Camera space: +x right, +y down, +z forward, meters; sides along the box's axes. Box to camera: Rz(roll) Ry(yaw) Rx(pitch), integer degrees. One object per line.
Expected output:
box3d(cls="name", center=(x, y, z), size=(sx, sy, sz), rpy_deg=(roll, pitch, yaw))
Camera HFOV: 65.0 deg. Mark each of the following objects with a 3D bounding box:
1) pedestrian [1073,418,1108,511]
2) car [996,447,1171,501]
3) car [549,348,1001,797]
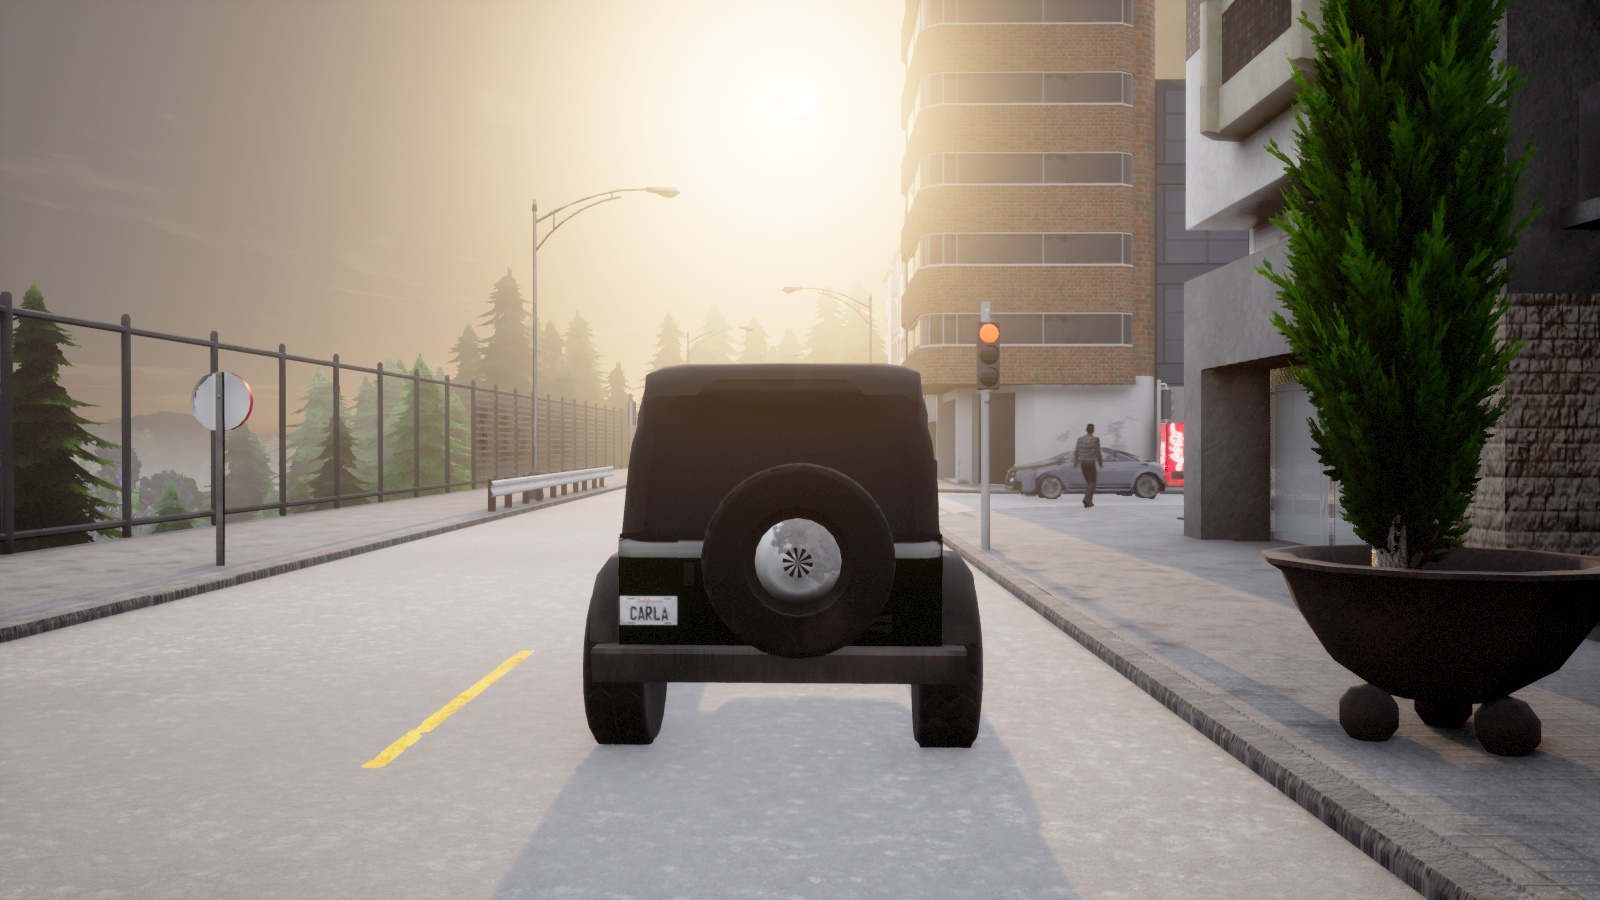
box3d(cls="pedestrian", center=(6.205, 0.308, 26.811), size=(0.423, 1.949, 0.788), rpy_deg=(0, 0, 40))
box3d(cls="car", center=(7.559, 0.626, 33.727), size=(4.181, 1.385, 1.994), rpy_deg=(0, 0, -6))
box3d(cls="car", center=(-0.029, 0.502, 7.220), size=(1.905, 1.878, 3.866), rpy_deg=(0, 0, 2))
